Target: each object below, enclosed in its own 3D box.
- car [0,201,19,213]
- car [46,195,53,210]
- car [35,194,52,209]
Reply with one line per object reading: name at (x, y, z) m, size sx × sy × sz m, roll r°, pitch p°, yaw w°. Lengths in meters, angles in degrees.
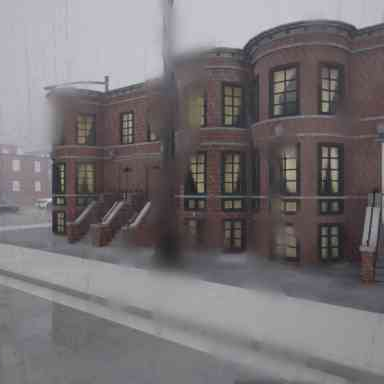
car at (-20.120, 1.564, 34.188) m, size 1.994 × 1.385 × 4.181 m, roll 0°, pitch 0°, yaw 36°
car at (-14.961, 1.478, 41.406) m, size 1.882 × 1.535 × 5.008 m, roll 0°, pitch 0°, yaw 36°
car at (-17.592, 1.221, 43.743) m, size 2.150 × 2.045 × 5.566 m, roll 0°, pitch 0°, yaw 36°
